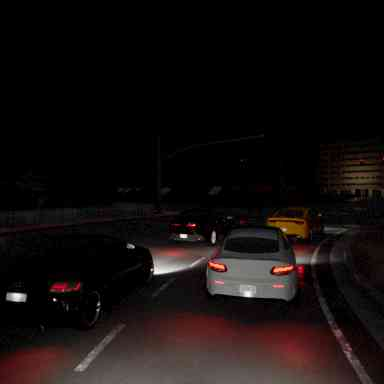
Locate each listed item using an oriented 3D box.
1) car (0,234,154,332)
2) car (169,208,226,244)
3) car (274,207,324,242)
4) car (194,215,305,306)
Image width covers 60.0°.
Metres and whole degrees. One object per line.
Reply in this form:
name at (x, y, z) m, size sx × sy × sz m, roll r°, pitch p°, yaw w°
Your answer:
car at (-2.255, 1.564, 7.010) m, size 1.994 × 1.385 × 4.181 m, roll 0°, pitch 0°, yaw 12°
car at (0.636, 1.505, 15.441) m, size 1.837 × 1.490 × 4.892 m, roll 0°, pitch 0°, yaw 24°
car at (5.237, 1.478, 16.536) m, size 1.882 × 1.535 × 5.008 m, roll 0°, pitch 0°, yaw 30°
car at (1.539, 1.526, 8.032) m, size 1.812 × 1.442 × 4.674 m, roll 0°, pitch 0°, yaw 14°
